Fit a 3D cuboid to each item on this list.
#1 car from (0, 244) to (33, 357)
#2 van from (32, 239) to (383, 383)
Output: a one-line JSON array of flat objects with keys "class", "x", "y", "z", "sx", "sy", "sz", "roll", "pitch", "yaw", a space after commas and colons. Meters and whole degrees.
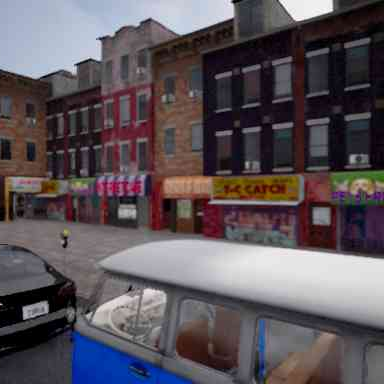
[{"class": "car", "x": -3.679, "y": 1.523, "z": 5.446, "sx": 4.313, "sy": 1.339, "sz": 1.947, "roll": 0, "pitch": 0, "yaw": 36}, {"class": "van", "x": 0.835, "y": 1.338, "z": 2.230, "sx": 3.998, "sy": 1.788, "sz": 1.690, "roll": 1, "pitch": 0, "yaw": 36}]
